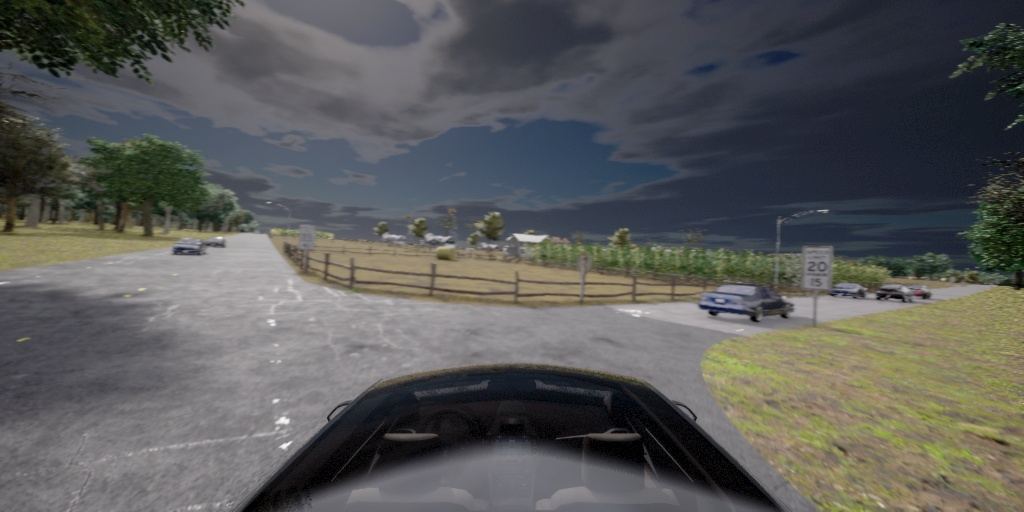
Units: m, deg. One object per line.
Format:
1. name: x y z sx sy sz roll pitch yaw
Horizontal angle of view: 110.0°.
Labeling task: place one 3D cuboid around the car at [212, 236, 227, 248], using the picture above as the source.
1. car: -39.165 -1.871 47.547 1.994 1.385 4.181 4 1 -35

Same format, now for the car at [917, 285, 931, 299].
1. car: 45.213 3.983 40.114 4.902 1.511 2.128 3 -1 -35

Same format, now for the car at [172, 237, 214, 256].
1. car: -27.980 -0.864 31.313 2.033 1.411 5.357 4 1 -35

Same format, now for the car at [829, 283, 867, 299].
1. car: 32.392 3.310 34.476 5.357 1.411 2.033 3 -1 -35

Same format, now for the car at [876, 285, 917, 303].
1. car: 35.131 3.390 32.921 4.892 1.490 1.837 3 -1 -35

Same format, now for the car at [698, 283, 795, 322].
1. car: 9.960 1.875 15.109 5.357 1.411 2.033 4 -1 -35
